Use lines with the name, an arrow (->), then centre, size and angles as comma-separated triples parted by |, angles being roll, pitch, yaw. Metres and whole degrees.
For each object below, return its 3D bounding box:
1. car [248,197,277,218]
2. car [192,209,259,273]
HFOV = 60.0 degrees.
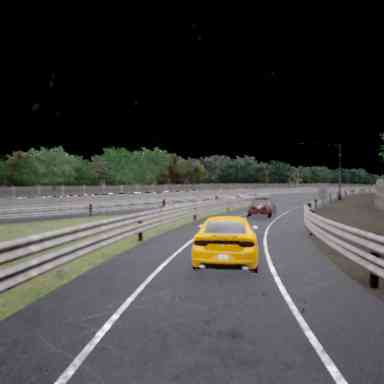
car -> 6.496, 1.317, 30.486 | 2.097, 1.767, 4.553 | 1, 1, 21
car -> 1.188, 1.561, 11.196 | 1.882, 1.535, 5.008 | 0, 0, 9
